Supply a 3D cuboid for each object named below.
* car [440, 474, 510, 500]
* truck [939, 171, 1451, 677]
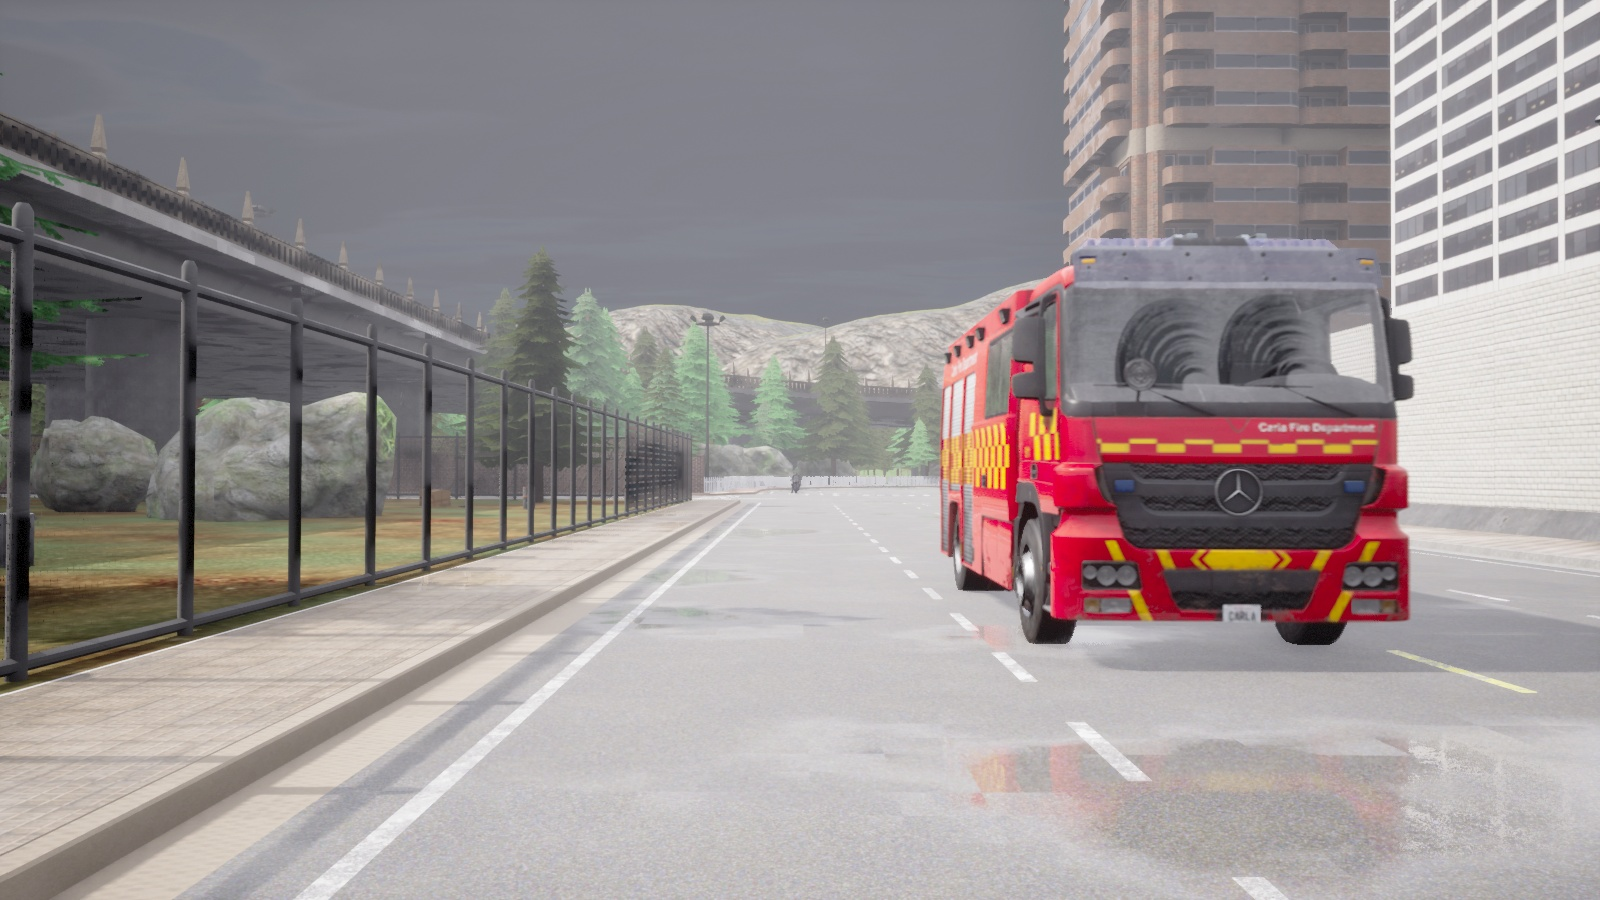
[{"bbox_3d":[-19.234,2.208,74.439,3.633,1.501,1.845,0,-1,0],"label":"car"},{"bbox_3d":[3.457,-0.134,13.749,2.891,3.827,8.468,0,-1,0],"label":"truck"}]
